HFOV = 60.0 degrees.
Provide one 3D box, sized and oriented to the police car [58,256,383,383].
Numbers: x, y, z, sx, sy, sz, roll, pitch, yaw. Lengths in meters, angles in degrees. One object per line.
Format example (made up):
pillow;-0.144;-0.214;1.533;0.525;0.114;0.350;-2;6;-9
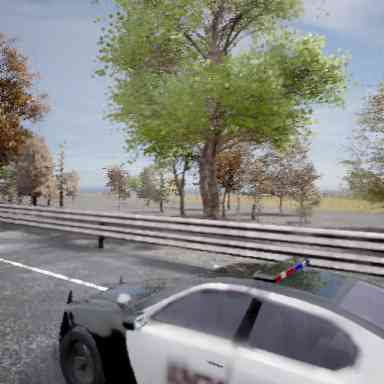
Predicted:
police car;0.563;1.490;3.461;4.974;1.542;2.038;1;0;36
